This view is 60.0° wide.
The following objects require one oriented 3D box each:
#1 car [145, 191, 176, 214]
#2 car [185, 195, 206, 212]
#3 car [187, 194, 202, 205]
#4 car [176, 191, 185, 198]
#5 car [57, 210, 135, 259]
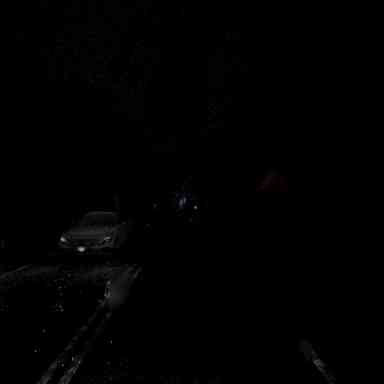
[{"bbox_3d":[-3.060,0.915,31.585,2.150,2.045,5.566,0,0,1],"label":"car"},{"bbox_3d":[0.368,1.177,33.857,1.837,1.490,4.892,0,1,1],"label":"car"},{"bbox_3d":[0.401,1.047,46.417,1.994,1.385,4.181,0,-1,1],"label":"car"},{"bbox_3d":[-2.723,0.600,75.954,1.837,1.490,4.892,0,1,0],"label":"car"},{"bbox_3d":[-3.289,1.410,12.249,1.812,1.442,4.674,0,1,0],"label":"car"}]
